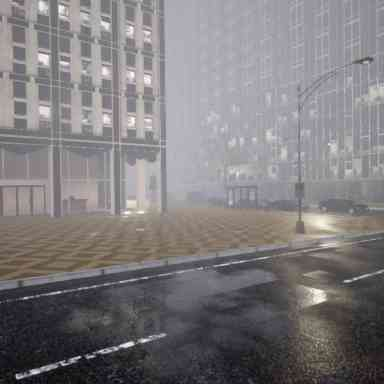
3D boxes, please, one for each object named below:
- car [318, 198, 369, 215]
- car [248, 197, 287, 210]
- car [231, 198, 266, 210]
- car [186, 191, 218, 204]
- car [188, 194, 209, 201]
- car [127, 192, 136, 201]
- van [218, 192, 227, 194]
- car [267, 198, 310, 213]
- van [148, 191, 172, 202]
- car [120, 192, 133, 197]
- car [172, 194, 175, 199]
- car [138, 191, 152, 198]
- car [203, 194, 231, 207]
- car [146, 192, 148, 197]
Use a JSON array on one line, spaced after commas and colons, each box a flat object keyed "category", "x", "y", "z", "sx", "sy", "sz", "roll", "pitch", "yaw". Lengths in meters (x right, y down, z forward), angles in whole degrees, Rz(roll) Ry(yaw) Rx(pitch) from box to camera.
[{"category": "car", "x": 14.889, "y": 1.358, "z": 32.925, "sx": 1.837, "sy": 1.490, "sz": 4.892, "roll": -1, "pitch": 1, "yaw": -34}, {"category": "car", "x": 9.280, "y": 1.364, "z": 41.130, "sx": 1.895, "sy": 1.301, "sz": 4.718, "roll": -1, "pitch": 1, "yaw": -34}, {"category": "car", "x": 7.082, "y": 1.388, "z": 39.572, "sx": 1.802, "sy": 1.307, "sz": 4.206, "roll": 0, "pitch": 1, "yaw": -34}, {"category": "car", "x": 1.149, "y": 0.854, "z": 53.011, "sx": 2.150, "sy": 2.045, "sz": 5.566, "roll": -1, "pitch": 1, "yaw": -34}, {"category": "car", "x": 1.232, "y": 1.044, "z": 63.121, "sx": 1.802, "sy": 1.307, "sz": 4.206, "roll": 0, "pitch": 1, "yaw": -34}, {"category": "car", "x": -12.108, "y": 1.040, "z": 67.759, "sx": 2.008, "sy": 1.369, "sz": 4.403, "roll": 0, "pitch": 1, "yaw": -34}, {"category": "van", "x": 4.445, "y": 0.856, "z": 58.430, "sx": 1.690, "sy": 1.788, "sz": 3.998, "roll": 0, "pitch": 1, "yaw": -34}, {"category": "car", "x": 10.282, "y": 1.424, "z": 34.872, "sx": 1.947, "sy": 1.339, "sz": 4.313, "roll": 0, "pitch": 1, "yaw": -34}, {"category": "van", "x": -5.680, "y": 0.938, "z": 58.381, "sx": 1.690, "sy": 1.788, "sz": 3.998, "roll": 0, "pitch": 1, "yaw": -34}, {"category": "car", "x": -18.050, "y": 0.689, "z": 91.247, "sx": 2.008, "sy": 1.369, "sz": 4.403, "roll": 0, "pitch": 1, "yaw": -34}, {"category": "car", "x": -5.195, "y": 0.936, "z": 72.497, "sx": 1.802, "sy": 1.307, "sz": 4.206, "roll": 0, "pitch": 1, "yaw": -34}, {"category": "car", "x": -11.623, "y": 0.687, "z": 81.870, "sx": 1.967, "sy": 1.590, "sz": 4.097, "roll": 0, "pitch": 1, "yaw": -34}, {"category": "car", "x": 3.916, "y": 1.320, "z": 44.292, "sx": 1.947, "sy": 1.339, "sz": 4.313, "roll": 0, "pitch": 1, "yaw": -34}, {"category": "car", "x": -8.409, "y": 0.616, "z": 77.181, "sx": 2.192, "sy": 1.841, "sz": 5.009, "roll": 0, "pitch": 1, "yaw": -34}]
